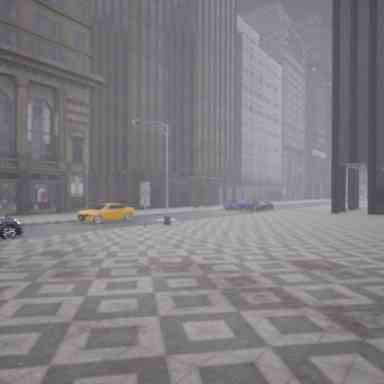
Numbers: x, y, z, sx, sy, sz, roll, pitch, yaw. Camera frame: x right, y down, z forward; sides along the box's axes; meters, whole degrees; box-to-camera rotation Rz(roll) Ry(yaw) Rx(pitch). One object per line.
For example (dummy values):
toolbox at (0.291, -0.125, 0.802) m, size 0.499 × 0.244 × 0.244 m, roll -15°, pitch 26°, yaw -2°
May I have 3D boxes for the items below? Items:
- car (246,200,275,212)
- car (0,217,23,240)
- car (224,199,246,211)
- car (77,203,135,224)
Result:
car at (9.318, 1.821, 44.104) m, size 1.812 × 1.442 × 4.674 m, roll 0°, pitch 0°, yaw 36°
car at (-10.719, 1.512, 16.044) m, size 2.097 × 1.767 × 4.553 m, roll 0°, pitch 0°, yaw 36°
car at (6.135, 1.749, 44.905) m, size 1.882 × 1.535 × 5.008 m, roll 0°, pitch 0°, yaw 36°
car at (-6.847, 1.662, 26.800) m, size 1.882 × 1.535 × 5.008 m, roll 0°, pitch 0°, yaw 36°
